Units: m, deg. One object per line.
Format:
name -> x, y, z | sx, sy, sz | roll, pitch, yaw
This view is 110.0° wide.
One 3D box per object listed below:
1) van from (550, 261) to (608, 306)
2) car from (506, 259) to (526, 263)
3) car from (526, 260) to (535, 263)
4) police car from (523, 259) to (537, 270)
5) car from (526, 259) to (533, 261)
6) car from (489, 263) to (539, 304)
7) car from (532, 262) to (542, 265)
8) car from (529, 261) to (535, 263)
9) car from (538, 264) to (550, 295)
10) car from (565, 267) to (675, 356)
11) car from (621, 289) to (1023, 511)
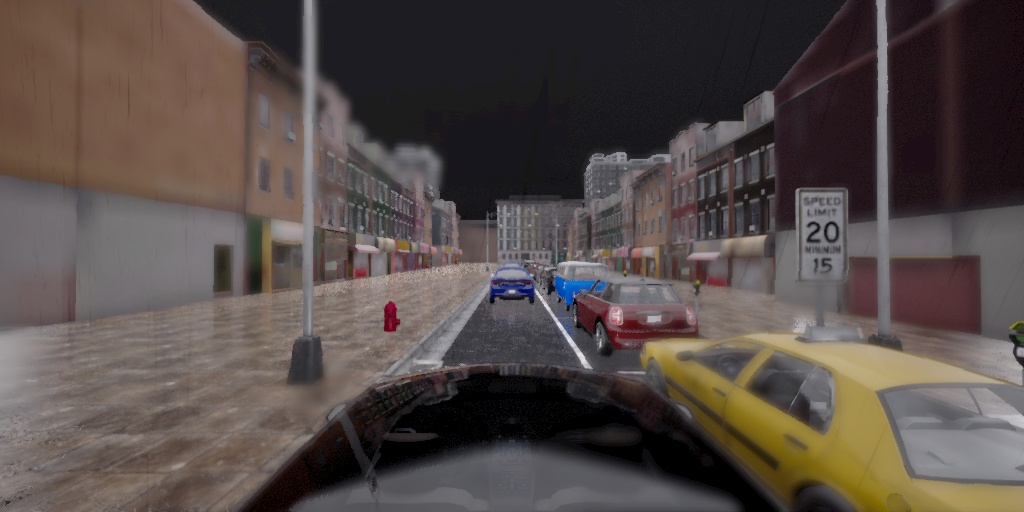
van -> 2.640, 1.096, 14.073 | 1.690, 1.789, 3.998 | 0, 0, 0
car -> 0.000, 1.263, 31.501 | 1.882, 1.535, 5.008 | 0, 0, 0
car -> 2.639, 1.367, 36.086 | 1.802, 1.307, 4.207 | 0, 0, 0
police car -> 2.750, 1.252, 56.639 | 1.930, 1.638, 5.238 | 0, 0, 0
car -> 2.639, 1.376, 41.590 | 1.802, 1.307, 4.207 | 0, 0, 0
car -> 0.000, 1.243, 16.500 | 1.882, 1.535, 5.008 | 0, 0, 0
car -> 2.639, 1.318, 25.079 | 2.007, 1.370, 4.403 | 0, 0, 0
car -> 2.639, 1.358, 30.583 | 1.802, 1.307, 4.207 | 0, 0, 0
car -> 2.640, 1.327, 19.576 | 1.948, 1.339, 4.313 | 0, 0, 0
car -> 2.640, 1.191, 8.569 | 1.967, 1.591, 4.097 | 0, 0, 0
car -> 2.640, 1.274, 3.236 | 1.751, 1.417, 4.829 | 0, 0, 0
